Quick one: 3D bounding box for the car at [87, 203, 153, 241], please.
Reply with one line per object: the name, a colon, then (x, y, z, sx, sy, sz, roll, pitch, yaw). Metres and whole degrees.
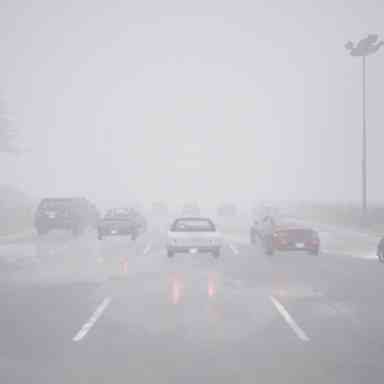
car: (-3.485, 1.562, 17.208, 2.128, 1.511, 4.902, 0, 0, 0)

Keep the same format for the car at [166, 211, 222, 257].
car: (0.040, 1.654, 13.220, 1.895, 1.301, 4.718, 0, 0, 0)

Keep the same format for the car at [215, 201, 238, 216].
car: (3.390, 1.660, 33.720, 1.812, 1.442, 4.674, 0, 0, -1)

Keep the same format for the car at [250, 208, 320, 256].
car: (3.540, 1.578, 13.253, 1.812, 1.442, 4.674, 0, 0, 0)

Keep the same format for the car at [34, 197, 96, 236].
car: (-6.996, 1.300, 19.205, 2.150, 2.045, 5.566, 0, 0, 0)

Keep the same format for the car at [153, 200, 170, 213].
car: (-3.670, 1.635, 39.325, 1.882, 1.535, 5.008, 0, 0, -1)

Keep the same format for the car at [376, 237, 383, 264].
car: (7.064, 1.601, 9.249, 1.994, 1.385, 4.181, 0, 0, 0)

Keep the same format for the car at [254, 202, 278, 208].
car: (6.916, 1.649, 31.151, 1.812, 1.442, 4.674, 0, 0, -1)

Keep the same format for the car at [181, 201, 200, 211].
car: (-0.137, 1.708, 35.967, 1.994, 1.385, 4.181, 0, 0, -1)

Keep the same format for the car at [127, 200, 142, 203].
car: (-7.191, 1.729, 41.185, 1.994, 1.385, 4.181, 0, 0, -1)
